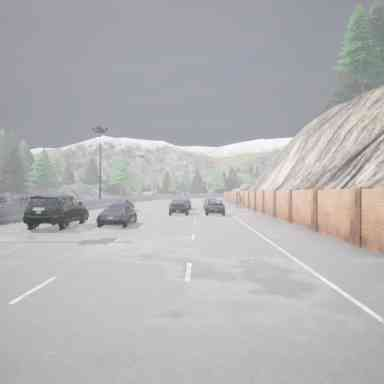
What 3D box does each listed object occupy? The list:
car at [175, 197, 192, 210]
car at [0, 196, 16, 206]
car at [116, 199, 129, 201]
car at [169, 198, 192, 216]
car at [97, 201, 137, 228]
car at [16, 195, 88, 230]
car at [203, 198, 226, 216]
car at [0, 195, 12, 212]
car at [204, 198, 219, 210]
[{"bbox_3d":[-1.050,1.478,43.480,1.882,1.535,5.008,0,0,1],"label":"car"},{"bbox_3d":[-18.816,1.350,35.966,2.097,1.767,4.553,0,0,1],"label":"car"},{"bbox_3d":[-8.139,1.547,39.065,2.033,1.411,5.357,0,0,1],"label":"car"},{"bbox_3d":[-1.263,1.505,33.036,1.837,1.490,4.892,0,0,1],"label":"car"},{"bbox_3d":[-4.977,1.563,22.508,1.994,1.385,4.181,0,0,1],"label":"car"},{"bbox_3d":[-8.504,1.221,21.273,2.150,2.045,5.566,0,0,1],"label":"car"},{"bbox_3d":[2.234,1.491,32.831,2.128,1.511,4.902,0,0,1],"label":"car"},{"bbox_3d":[-22.285,1.274,36.979,2.097,1.767,4.553,0,0,1],"label":"car"},{"bbox_3d":[2.446,1.526,43.277,1.812,1.442,4.674,0,0,1],"label":"car"}]
